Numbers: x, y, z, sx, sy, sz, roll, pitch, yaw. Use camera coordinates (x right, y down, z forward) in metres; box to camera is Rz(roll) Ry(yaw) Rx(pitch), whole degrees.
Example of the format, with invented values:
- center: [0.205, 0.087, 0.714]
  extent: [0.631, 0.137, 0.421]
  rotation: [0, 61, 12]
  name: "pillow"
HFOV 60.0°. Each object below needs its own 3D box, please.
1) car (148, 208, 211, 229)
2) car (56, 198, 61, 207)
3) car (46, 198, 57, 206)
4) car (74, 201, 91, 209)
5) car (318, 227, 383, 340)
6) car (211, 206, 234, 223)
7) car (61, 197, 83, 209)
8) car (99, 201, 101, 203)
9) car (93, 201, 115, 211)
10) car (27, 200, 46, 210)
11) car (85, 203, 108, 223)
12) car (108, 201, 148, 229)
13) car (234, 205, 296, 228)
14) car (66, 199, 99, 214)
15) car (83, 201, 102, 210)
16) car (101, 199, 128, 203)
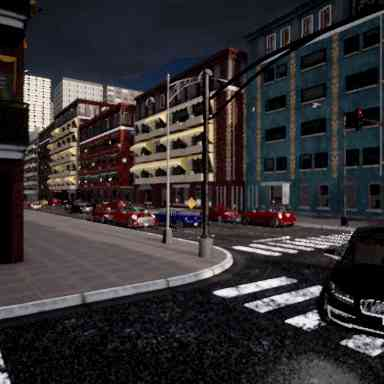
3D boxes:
- center: [-1.011, 1.846, 23.847]
  extent: [1.895, 1.301, 4.718]
  rotation: [0, -1, -35]
  name: "car"
- center: [-26.342, 2.448, 69.638]
  extent: [2.008, 1.369, 4.403]
  rotation: [-1, 0, -35]
  name: "car"
- center: [-32.691, 2.346, 78.743]
  extent: [2.192, 1.841, 5.009]
  rotation: [-1, 0, -35]
  name: "car"
- center: [-19.995, 2.344, 60.535]
  extent: [1.802, 1.307, 4.206]
  rotation: [-1, 0, -35]
  name: "car"
- center: [3.870, 1.520, 6.551]
  extent: [1.837, 1.490, 4.892]
  rotation: [3, 1, 30]
  name: "car"
- center: [2.220, 1.868, 28.675]
  extent: [1.802, 1.307, 4.206]
  rotation: [-1, 0, -35]
  name: "car"
- center: [-19.583, 1.923, 55.474]
  extent: [2.150, 2.045, 5.566]
  rotation: [0, -1, -35]
  name: "car"
- center: [-13.655, 2.081, 47.052]
  extent: [1.837, 1.490, 4.892]
  rotation: [0, -1, -34]
  name: "car"
- center: [-13.649, 2.178, 51.431]
  extent: [2.008, 1.369, 4.403]
  rotation: [-1, 0, -35]
  name: "car"
- center: [-26.450, 2.181, 56.012]
  extent: [1.967, 1.590, 4.097]
  rotation: [-1, 0, -35]
  name: "car"
- center: [-7.409, 1.914, 28.700]
  extent: [1.802, 1.307, 4.206]
  rotation: [-1, 0, -35]
  name: "car"
- center: [-4.238, 1.704, 24.149]
  extent: [1.967, 1.590, 4.097]
  rotation: [-1, 0, -35]
  name: "car"
- center: [5.394, 1.658, 24.126]
  extent: [1.967, 1.590, 4.097]
  rotation: [-1, 0, -35]
  name: "car"
- center: [-14.087, 2.019, 42.654]
  extent: [2.128, 1.511, 4.902]
  rotation: [0, -1, -35]
  name: "car"
- center: [-16.822, 2.277, 55.983]
  extent: [1.802, 1.307, 4.206]
  rotation: [-1, 0, -35]
  name: "car"
- center: [-10.480, 1.874, 46.881]
  extent: [2.192, 1.841, 5.009]
  rotation: [-1, 0, -35]
  name: "car"
